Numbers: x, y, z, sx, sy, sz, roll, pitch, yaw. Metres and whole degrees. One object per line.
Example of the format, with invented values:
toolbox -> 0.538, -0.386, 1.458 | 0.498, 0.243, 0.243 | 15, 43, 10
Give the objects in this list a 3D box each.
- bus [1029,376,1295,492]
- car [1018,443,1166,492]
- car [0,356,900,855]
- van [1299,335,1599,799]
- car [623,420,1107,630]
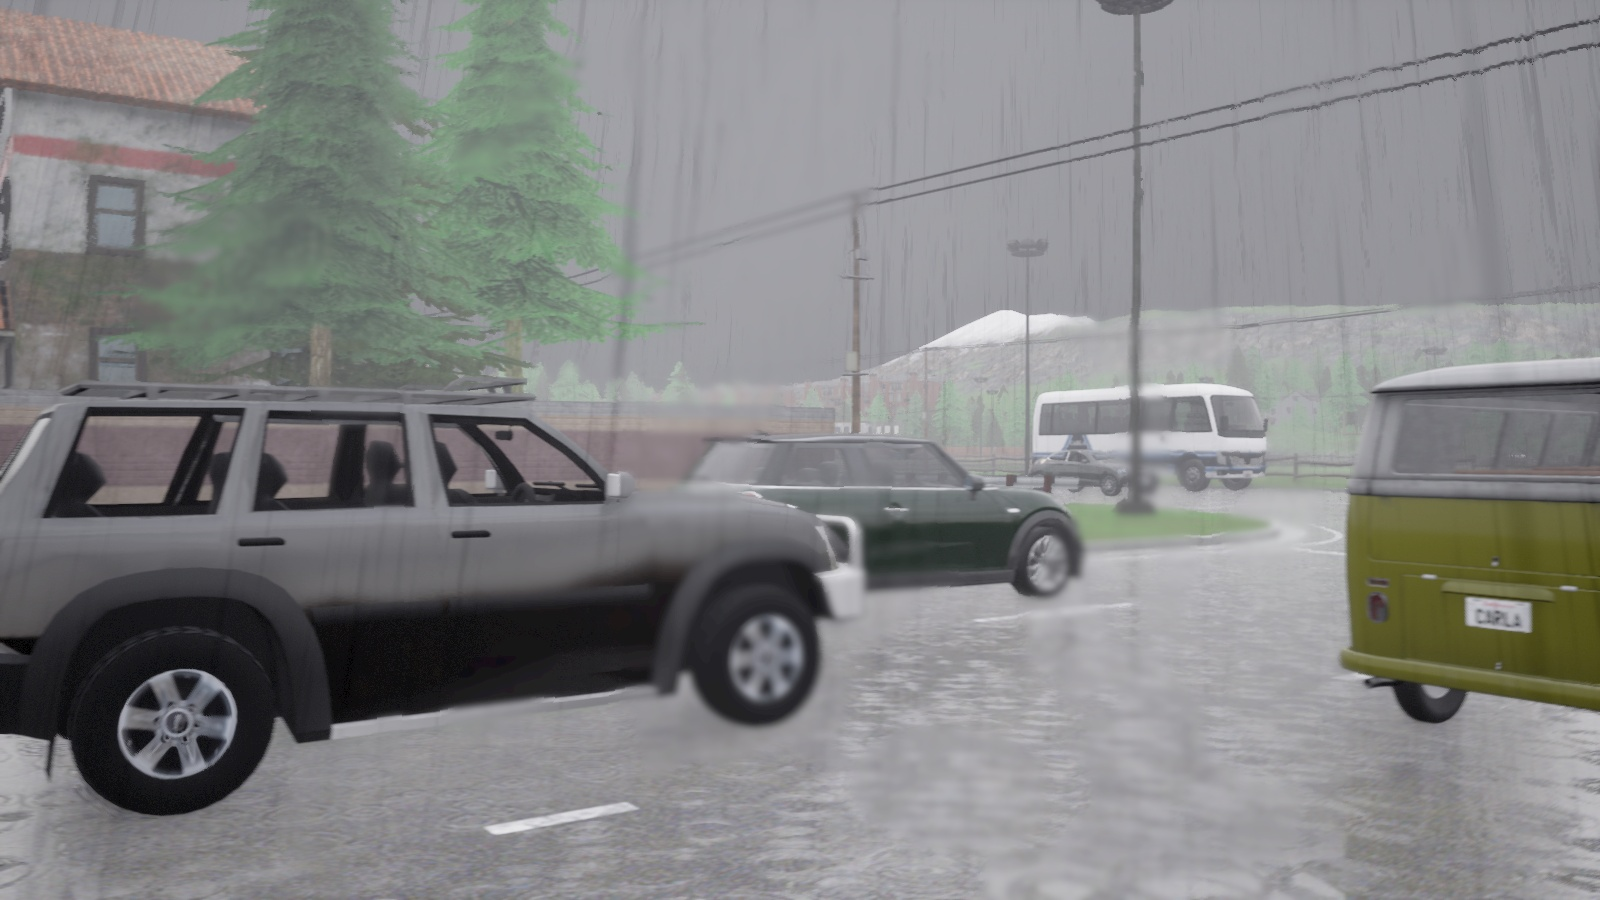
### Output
bus -> 14.566, -0.550, 51.697 | 3.944, 4.253, 10.273 | 0, 0, -35
car -> 10.463, 0.600, 45.374 | 2.152, 1.651, 5.027 | 0, 0, -35
car -> -1.873, 0.581, 6.621 | 4.605, 1.855, 1.932 | 0, 0, -35
van -> 4.939, 0.502, 7.097 | 4.442, 1.987, 1.775 | 0, 0, -35
car -> 0.741, 0.630, 12.704 | 4.553, 1.767, 2.097 | 0, 0, -35
